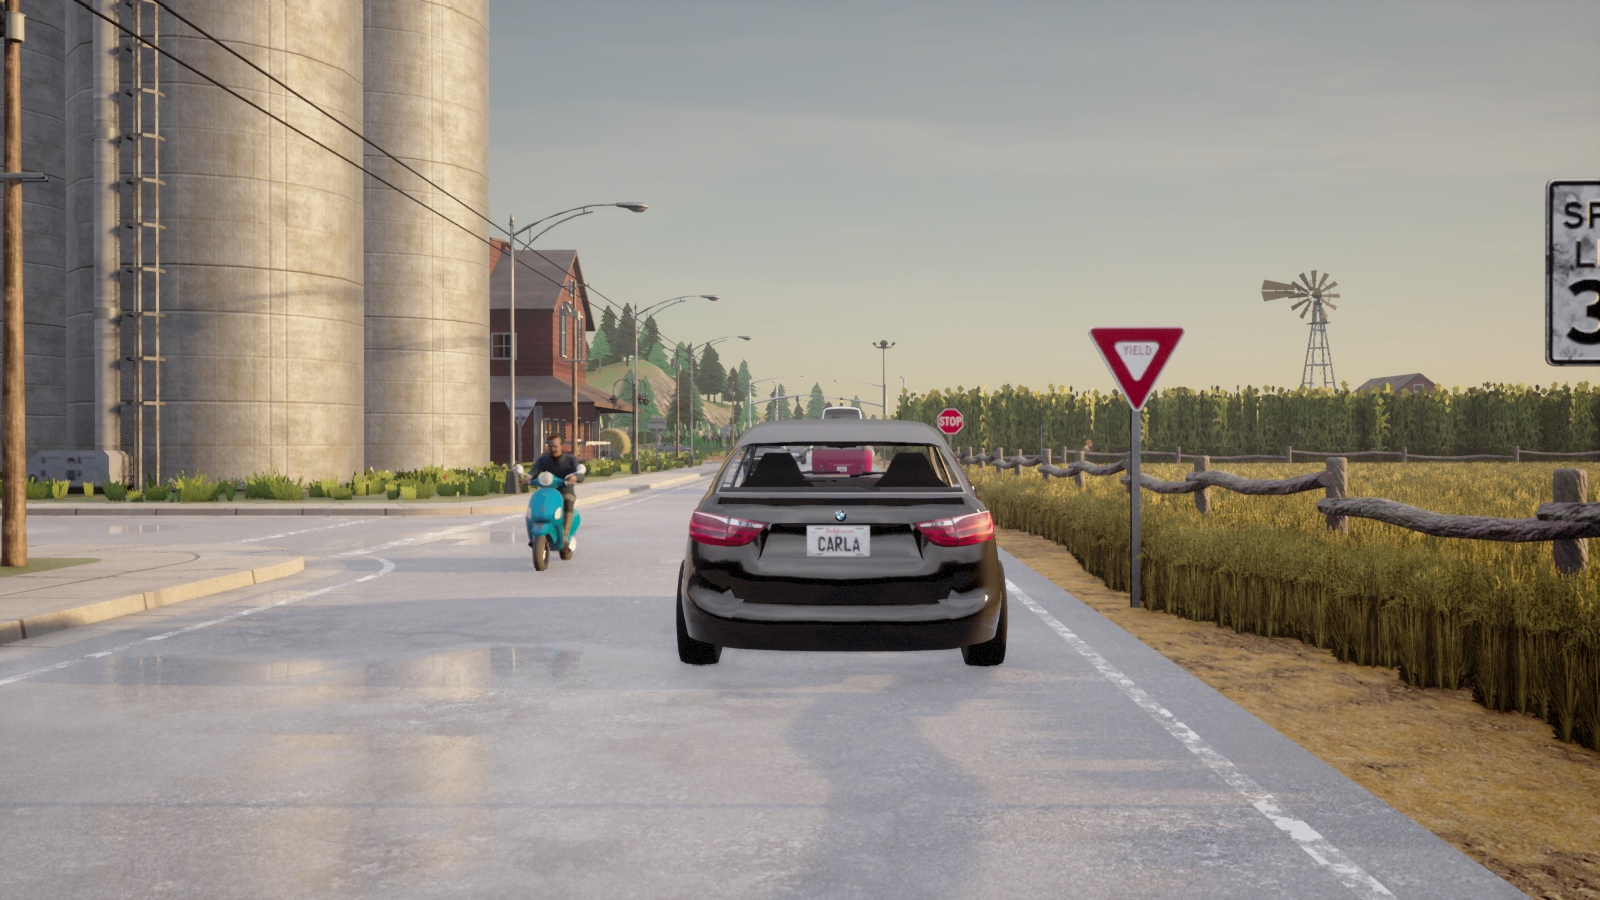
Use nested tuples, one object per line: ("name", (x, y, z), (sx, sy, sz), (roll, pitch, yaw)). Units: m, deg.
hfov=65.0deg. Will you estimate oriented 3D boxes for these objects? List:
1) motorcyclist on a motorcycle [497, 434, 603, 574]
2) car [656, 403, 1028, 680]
("motorcyclist on a motorcycle", (-2.995, 0.611, 15.236), (0.866, 1.590, 1.817), (0, 0, 2))
("car", (0.327, 0.535, 9.883), (2.242, 1.667, 4.611), (0, 0, 2))
